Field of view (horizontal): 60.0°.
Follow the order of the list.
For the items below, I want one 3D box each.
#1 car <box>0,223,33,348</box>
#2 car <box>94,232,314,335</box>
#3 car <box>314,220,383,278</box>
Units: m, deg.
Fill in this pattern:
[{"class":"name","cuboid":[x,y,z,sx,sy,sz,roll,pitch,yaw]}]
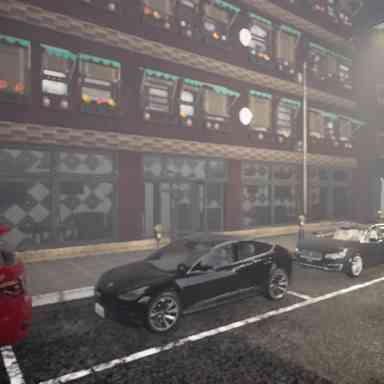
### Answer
[{"class":"car","cuboid":[-4.382,1.314,3.436,5.009,1.841,2.192,0,0,-36]},{"class":"car","cuboid":[0.256,1.568,6.744,4.313,1.339,1.947,0,0,-36]},{"class":"car","cuboid":[4.893,1.558,10.052,4.403,1.369,2.008,0,0,-36]}]
